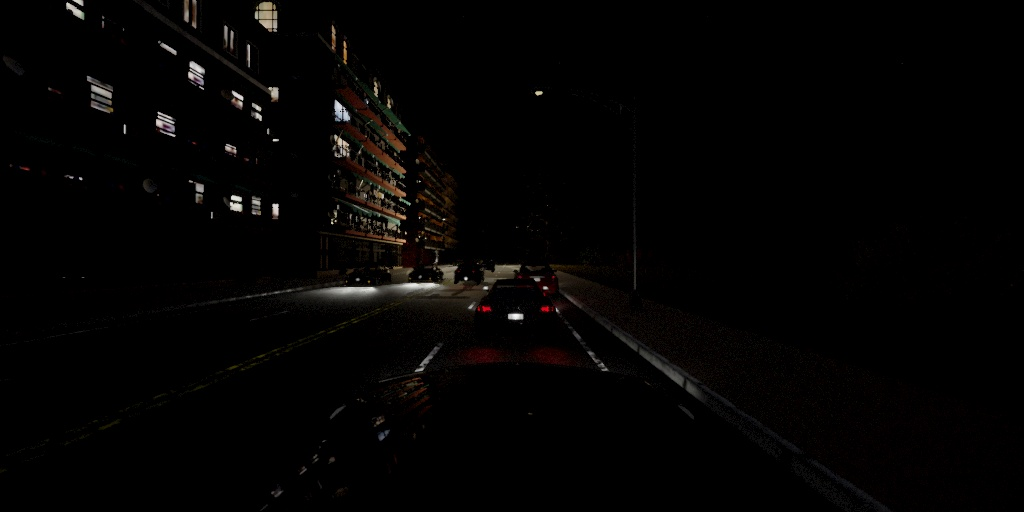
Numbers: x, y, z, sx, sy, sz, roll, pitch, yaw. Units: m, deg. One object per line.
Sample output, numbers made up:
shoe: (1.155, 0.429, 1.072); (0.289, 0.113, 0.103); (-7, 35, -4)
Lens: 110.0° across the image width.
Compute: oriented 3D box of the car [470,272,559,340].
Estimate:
car: (0.100, 1.315, 9.976); (1.994, 1.385, 4.181); (0, 0, 0)

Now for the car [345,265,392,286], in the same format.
car: (-9.835, 1.316, 24.836); (1.994, 1.385, 4.181); (0, 0, 0)

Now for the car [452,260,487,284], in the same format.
car: (-3.134, 1.258, 26.829); (1.837, 1.490, 4.892); (0, 0, 0)

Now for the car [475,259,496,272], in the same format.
car: (-3.120, 1.241, 45.303); (2.128, 1.511, 4.902); (0, 0, 0)

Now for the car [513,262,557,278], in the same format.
car: (1.148, 1.103, 18.556); (2.097, 1.767, 4.553); (0, 0, 0)

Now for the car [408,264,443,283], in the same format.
car: (-6.584, 1.316, 27.667); (1.994, 1.385, 4.181); (0, 0, 0)
